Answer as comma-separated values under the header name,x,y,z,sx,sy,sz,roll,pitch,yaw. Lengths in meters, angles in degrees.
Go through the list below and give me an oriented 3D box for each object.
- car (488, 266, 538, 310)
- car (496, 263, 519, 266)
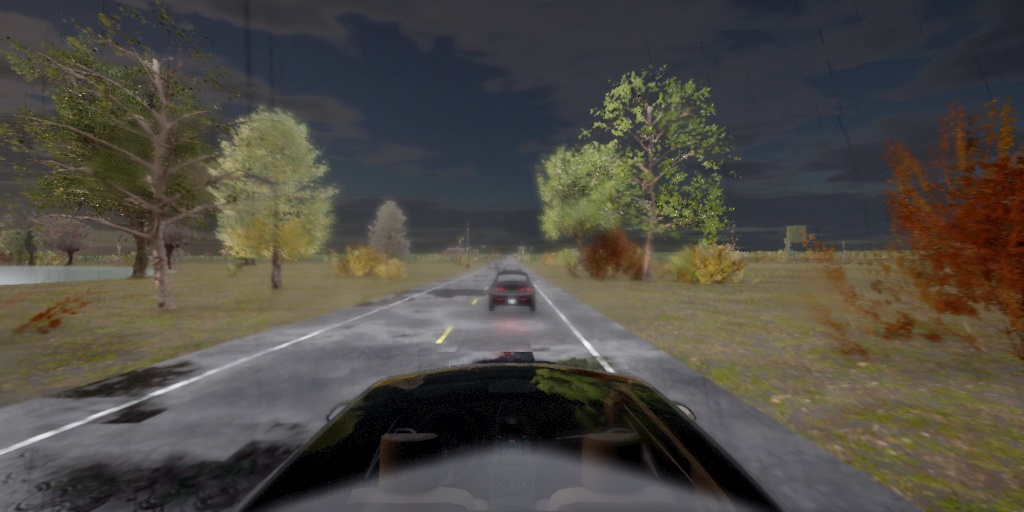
name,x,y,z,sx,sy,sz,roll,pitch,yaw
car,0.024,1.389,15.356,1.837,1.490,4.892,0,0,0
car,0.024,1.513,30.353,2.128,1.511,4.902,0,0,0
